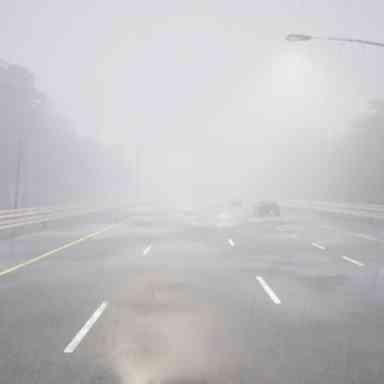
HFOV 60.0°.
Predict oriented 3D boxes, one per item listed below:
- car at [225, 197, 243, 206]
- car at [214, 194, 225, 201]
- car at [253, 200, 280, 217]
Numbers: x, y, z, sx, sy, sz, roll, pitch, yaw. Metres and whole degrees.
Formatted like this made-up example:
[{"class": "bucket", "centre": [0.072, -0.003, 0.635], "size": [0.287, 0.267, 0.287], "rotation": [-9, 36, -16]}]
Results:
[{"class": "car", "centre": [7.164, 1.599, 54.635], "size": [2.033, 1.411, 5.357], "rotation": [0, 0, 0]}, {"class": "car", "centre": [7.394, 1.420, 84.739], "size": [2.097, 1.767, 4.553], "rotation": [0, 0, 1]}, {"class": "car", "centre": [7.057, 1.534, 31.906], "size": [1.837, 1.490, 4.892], "rotation": [0, 0, 0]}]
